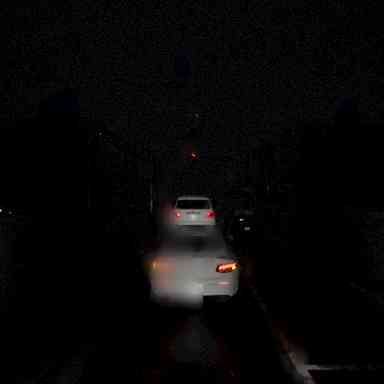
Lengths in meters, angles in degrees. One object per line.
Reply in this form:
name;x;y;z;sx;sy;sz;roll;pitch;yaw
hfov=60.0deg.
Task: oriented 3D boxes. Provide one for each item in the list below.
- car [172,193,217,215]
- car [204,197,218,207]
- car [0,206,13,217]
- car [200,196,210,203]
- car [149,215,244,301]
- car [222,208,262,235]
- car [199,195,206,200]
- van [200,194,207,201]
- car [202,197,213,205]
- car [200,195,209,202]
car;0.091;1.217;17.925;2.150;2.045;5.566;0;0;1
car;2.793;1.547;50.726;1.887;1.381;4.507;-1;0;0
car;-18.952;1.649;30.310;4.902;1.511;2.128;0;1;0
car;2.869;1.555;72.856;1.887;1.381;4.507;-1;0;0
car;0.082;1.523;8.175;1.812;1.442;4.674;0;0;1
car;2.683;1.546;18.281;2.008;1.369;4.403;-1;0;0
car;2.944;1.570;94.986;2.008;1.369;4.403;-1;0;0
van;2.902;1.356;83.921;1.690;1.788;3.998;-1;0;0
car;2.832;1.588;61.791;1.802;1.307;4.206;-1;0;0
car;2.885;1.453;78.389;1.967;1.590;4.097;-1;0;0
